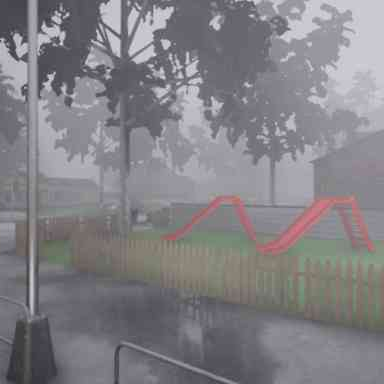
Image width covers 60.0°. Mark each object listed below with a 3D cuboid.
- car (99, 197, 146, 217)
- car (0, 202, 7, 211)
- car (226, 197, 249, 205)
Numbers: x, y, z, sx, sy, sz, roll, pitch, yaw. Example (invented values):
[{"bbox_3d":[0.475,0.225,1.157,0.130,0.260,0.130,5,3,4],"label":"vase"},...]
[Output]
[{"bbox_3d":[-6.411,1.352,31.122,2.097,1.767,4.553,0,0,35],"label":"car"},{"bbox_3d":[-20.576,1.297,33.617,4.181,1.381,1.994,0,0,35],"label":"car"},{"bbox_3d":[6.824,1.489,49.640,2.128,1.511,4.902,0,0,36],"label":"car"}]
